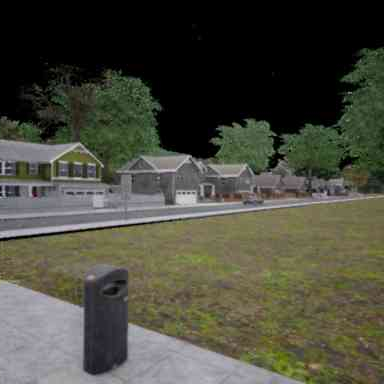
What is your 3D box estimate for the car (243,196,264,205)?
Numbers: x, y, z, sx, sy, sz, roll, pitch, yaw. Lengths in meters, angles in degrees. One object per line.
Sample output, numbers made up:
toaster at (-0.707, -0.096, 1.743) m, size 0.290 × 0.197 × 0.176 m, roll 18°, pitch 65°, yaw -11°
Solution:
car at (9.275, 1.261, 50.207) m, size 1.994 × 1.385 × 4.181 m, roll 1°, pitch 0°, yaw 35°
